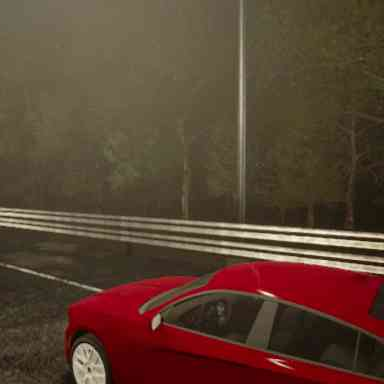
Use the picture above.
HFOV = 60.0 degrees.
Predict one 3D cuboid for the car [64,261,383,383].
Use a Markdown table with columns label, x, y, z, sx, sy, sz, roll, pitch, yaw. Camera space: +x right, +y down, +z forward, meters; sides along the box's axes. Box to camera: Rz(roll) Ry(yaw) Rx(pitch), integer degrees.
| label | x | y | z | sx | sy | sz | roll | pitch | yaw |
| --- | --- | --- | --- | --- | --- | --- | --- | --- | --- |
| car | 0.748 | 1.474 | 3.334 | 5.008 | 1.535 | 1.882 | 0 | 0 | 35 |
